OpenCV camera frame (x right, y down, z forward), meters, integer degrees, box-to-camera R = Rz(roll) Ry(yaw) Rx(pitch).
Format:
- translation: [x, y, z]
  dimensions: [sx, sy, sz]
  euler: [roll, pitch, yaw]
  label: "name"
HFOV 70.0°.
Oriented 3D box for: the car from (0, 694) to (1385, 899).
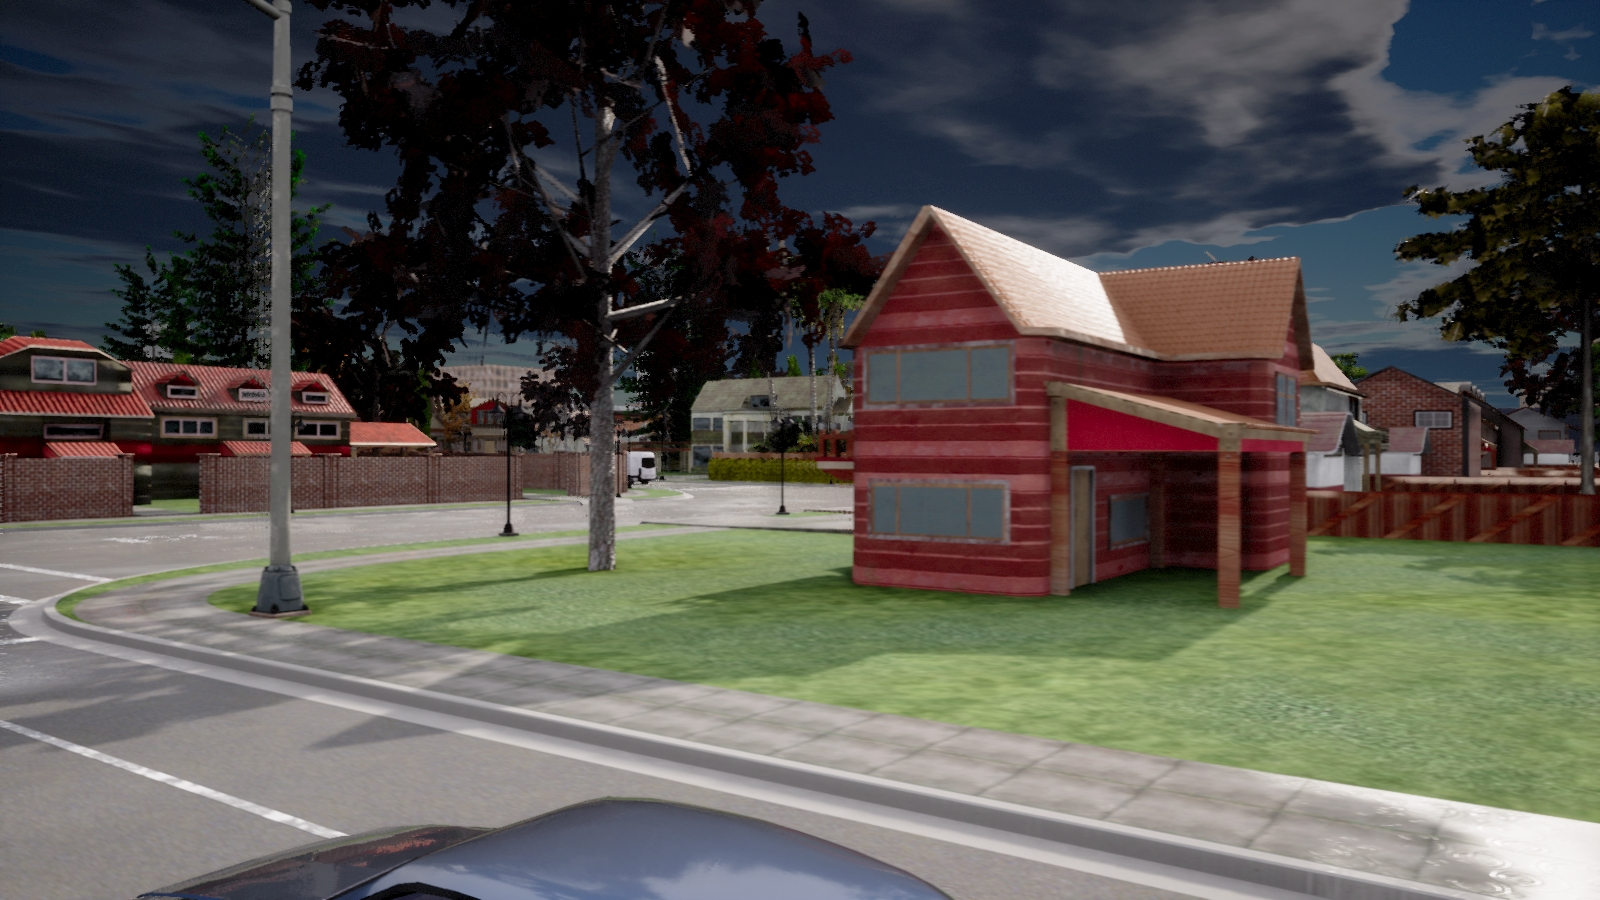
- translation: [-0.717, 2.108, 4.170]
  dimensions: [5.357, 1.411, 2.033]
  euler: [0, 0, 36]
  label: "car"
